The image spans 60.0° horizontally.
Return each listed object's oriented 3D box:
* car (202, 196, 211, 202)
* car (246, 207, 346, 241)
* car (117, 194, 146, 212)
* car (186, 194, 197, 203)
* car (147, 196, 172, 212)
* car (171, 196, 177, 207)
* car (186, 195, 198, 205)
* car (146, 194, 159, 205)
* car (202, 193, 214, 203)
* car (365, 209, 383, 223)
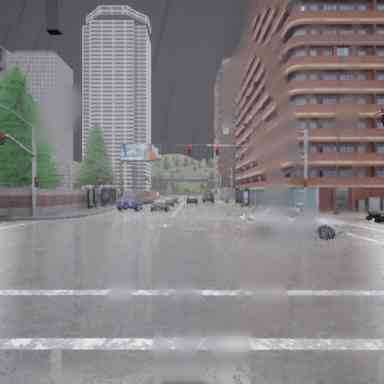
[{"bbox_3d":[3.397,1.576,78.268,1.895,1.301,4.718,0,0,0],"label":"car"},{"bbox_3d":[4.983,1.499,16.349,4.674,1.442,1.812,0,1,25],"label":"car"},{"bbox_3d":[-7.151,1.223,38.742,2.150,2.045,5.566,0,0,0],"label":"car"},{"bbox_3d":[-0.091,1.352,69.487,2.097,1.767,4.553,0,0,0],"label":"car"},{"bbox_3d":[-3.648,1.526,38.279,1.812,1.442,4.674,0,0,0],"label":"car"},{"bbox_3d":[-3.661,1.526,50.693,1.812,1.442,4.674,0,0,0],"label":"car"},{"bbox_3d":[0.024,1.477,59.495,1.882,1.535,5.008,0,0,0],"label":"car"},{"bbox_3d":[-7.158,1.547,56.807,2.033,1.411,5.357,0,0,0],"label":"car"},{"bbox_3d":[3.410,1.221,68.701,2.150,2.045,5.566,0,0,0],"label":"car"},{"bbox_3d":[15.001,1.492,23.271,5.357,1.411,2.033,0,0,-12],"label":"car"}]
